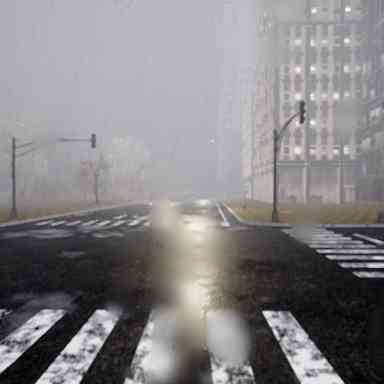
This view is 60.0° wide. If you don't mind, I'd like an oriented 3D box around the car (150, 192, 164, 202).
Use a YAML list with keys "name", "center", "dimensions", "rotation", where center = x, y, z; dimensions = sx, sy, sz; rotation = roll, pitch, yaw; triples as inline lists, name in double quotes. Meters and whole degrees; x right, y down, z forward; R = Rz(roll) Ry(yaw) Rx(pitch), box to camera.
- name: "car"
  center: [-6.776, 0.937, 64.888]
  dimensions: [2.150, 2.045, 5.566]
  rotation: [0, 0, 3]
